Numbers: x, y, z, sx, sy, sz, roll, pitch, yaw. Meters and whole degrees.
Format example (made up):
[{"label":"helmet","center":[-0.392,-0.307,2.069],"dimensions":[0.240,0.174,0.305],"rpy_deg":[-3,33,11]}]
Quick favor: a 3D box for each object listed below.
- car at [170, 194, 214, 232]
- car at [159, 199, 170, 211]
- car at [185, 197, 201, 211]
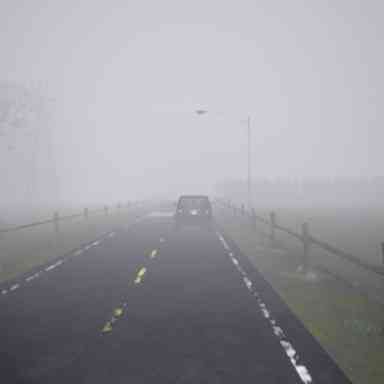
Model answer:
[{"label":"car","center":[0.101,1.149,19.665],"dimensions":[2.150,2.045,5.566],"rpy_deg":[0,0,0]},{"label":"car","center":[-2.748,1.466,38.286],"dimensions":[1.895,1.301,4.718],"rpy_deg":[0,0,0]},{"label":"car","center":[0.104,1.389,38.833],"dimensions":[1.812,1.442,4.674],"rpy_deg":[0,0,0]}]
